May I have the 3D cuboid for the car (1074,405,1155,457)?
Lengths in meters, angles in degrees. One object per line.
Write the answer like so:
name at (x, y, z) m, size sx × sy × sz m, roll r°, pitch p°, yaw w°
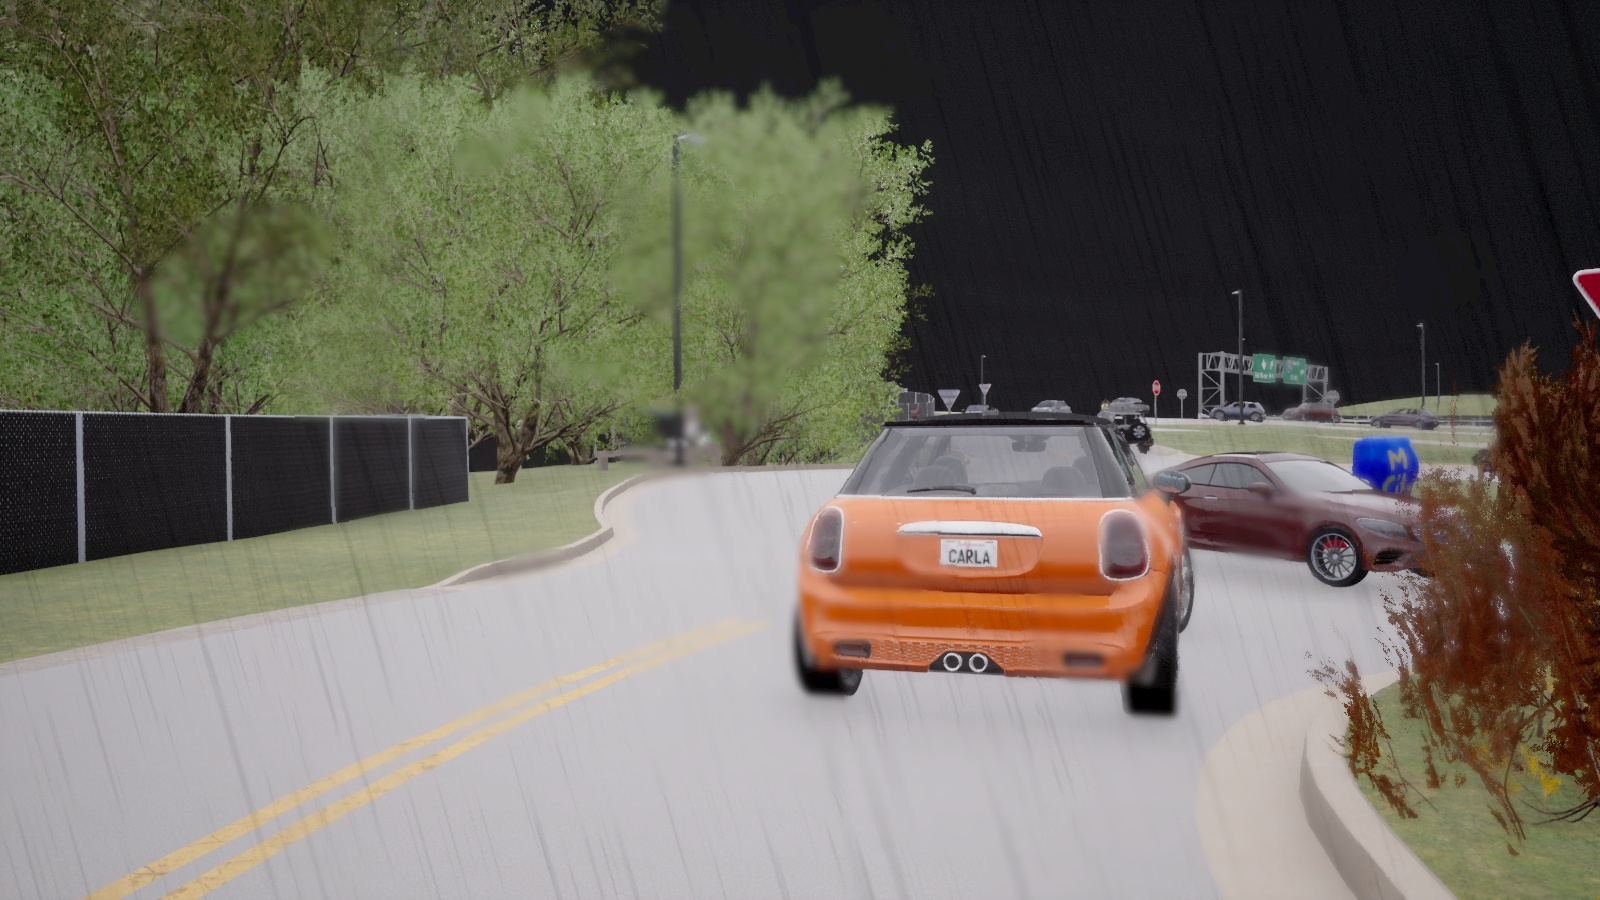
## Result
car at (12.858, -0.827, 51.630) m, size 1.932 × 1.855 × 4.605 m, roll 0°, pitch 5°, yaw -3°

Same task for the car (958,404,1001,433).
car at (9.414, -1.665, 65.721) m, size 1.994 × 1.385 × 4.181 m, roll 0°, pitch 3°, yaw 11°

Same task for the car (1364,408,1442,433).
car at (40.129, -1.977, 83.639) m, size 1.816 × 1.474 × 4.193 m, roll 0°, pitch 4°, yaw -44°

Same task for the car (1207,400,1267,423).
car at (31.653, -2.760, 91.010) m, size 3.806 × 1.475 × 1.970 m, roll 4°, pitch 3°, yaw 28°

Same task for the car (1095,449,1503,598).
car at (5.969, 0.773, 15.706) m, size 1.812 × 1.442 × 4.674 m, roll -1°, pitch 2°, yaw -28°

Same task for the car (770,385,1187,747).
car at (1.532, 0.547, 8.610) m, size 2.097 × 1.767 × 4.553 m, roll 0°, pitch 0°, yaw 18°

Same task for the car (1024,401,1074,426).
car at (15.773, -2.339, 79.506) m, size 1.845 × 1.501 × 3.633 m, roll 0°, pitch 2°, yaw 33°
